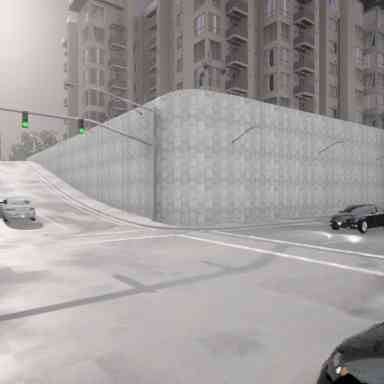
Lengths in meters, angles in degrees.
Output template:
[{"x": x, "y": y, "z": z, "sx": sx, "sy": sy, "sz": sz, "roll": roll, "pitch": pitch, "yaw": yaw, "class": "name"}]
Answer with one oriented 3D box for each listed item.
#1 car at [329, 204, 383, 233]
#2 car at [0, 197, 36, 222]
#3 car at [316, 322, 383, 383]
[{"x": 10.155, "y": 1.505, "z": 19.852, "sx": 4.892, "sy": 1.490, "sz": 1.837, "roll": 0, "pitch": 0, "yaw": -36, "class": "car"}, {"x": -11.878, "y": 1.059, "z": 22.521, "sx": 1.812, "sy": 1.442, "sz": 4.674, "roll": 0, "pitch": 5, "yaw": -36, "class": "car"}, {"x": 2.926, "y": 1.566, "z": 1.942, "sx": 1.994, "sy": 1.385, "sz": 4.181, "roll": 0, "pitch": 0, "yaw": -36, "class": "car"}]
